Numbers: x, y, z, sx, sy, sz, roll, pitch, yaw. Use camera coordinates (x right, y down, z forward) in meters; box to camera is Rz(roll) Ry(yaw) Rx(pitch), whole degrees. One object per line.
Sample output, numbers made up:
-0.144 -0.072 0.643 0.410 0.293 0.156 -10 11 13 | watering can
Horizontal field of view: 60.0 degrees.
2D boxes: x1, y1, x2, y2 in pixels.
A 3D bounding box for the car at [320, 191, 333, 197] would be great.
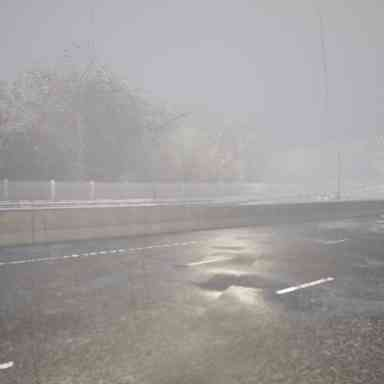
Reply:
32.104 0.514 80.244 1.837 1.490 4.892 0 1 32 | car
